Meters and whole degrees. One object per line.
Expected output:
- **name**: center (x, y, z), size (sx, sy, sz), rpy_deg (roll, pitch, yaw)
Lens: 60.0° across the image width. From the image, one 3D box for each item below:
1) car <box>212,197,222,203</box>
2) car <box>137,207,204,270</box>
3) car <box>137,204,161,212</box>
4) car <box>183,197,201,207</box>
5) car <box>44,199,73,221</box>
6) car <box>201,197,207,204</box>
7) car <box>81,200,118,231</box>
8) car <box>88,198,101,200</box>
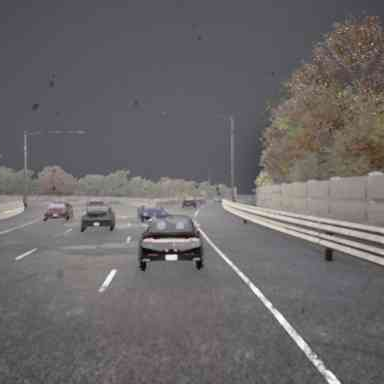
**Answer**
- **car**: center (6.447, 2.132, 86.501), size (2.033, 1.411, 5.357), rpy_deg (0, -3, 11)
- **car**: center (-0.690, 1.486, 11.070), size (2.128, 1.511, 4.902), rpy_deg (0, 0, -4)
- **car**: center (-3.212, 1.593, 25.754), size (1.895, 1.301, 4.718), rpy_deg (0, 0, -13)
- **car**: center (-0.180, 1.443, 48.158), size (1.882, 1.535, 5.008), rpy_deg (0, 0, 6)
- **car**: center (-10.793, 1.541, 27.095), size (1.812, 1.442, 4.674), rpy_deg (0, 0, -15)
- **car**: center (1.647, 1.554, 60.327), size (1.895, 1.301, 4.718), rpy_deg (0, 0, 10)
- **car**: center (-5.714, 1.509, 20.612), size (1.837, 1.490, 4.892), rpy_deg (0, 0, -11)
- **car**: center (-12.452, 1.487, 42.402), size (1.882, 1.535, 5.008), rpy_deg (0, 0, -23)
